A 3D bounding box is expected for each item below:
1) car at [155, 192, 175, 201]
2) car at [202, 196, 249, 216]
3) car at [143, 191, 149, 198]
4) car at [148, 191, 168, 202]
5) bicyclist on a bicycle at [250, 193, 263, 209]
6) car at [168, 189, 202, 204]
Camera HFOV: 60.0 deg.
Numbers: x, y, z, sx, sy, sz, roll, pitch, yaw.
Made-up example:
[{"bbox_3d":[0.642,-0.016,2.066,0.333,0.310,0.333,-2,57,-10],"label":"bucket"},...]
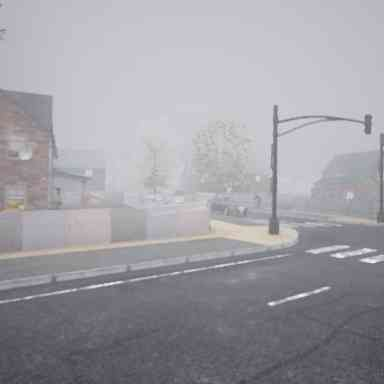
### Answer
[{"bbox_3d":[-4.731,0.762,56.801,2.033,1.411,5.357,1,1,-21],"label":"car"},{"bbox_3d":[2.998,1.133,28.091,2.128,1.511,4.902,1,1,-21],"label":"car"},{"bbox_3d":[-8.568,0.540,66.662,1.837,1.490,4.892,1,1,-21],"label":"car"},{"bbox_3d":[-4.327,0.851,47.452,2.033,1.411,5.357,1,1,-20],"label":"car"},{"bbox_3d":[6.759,0.981,34.721,1.656,1.620,0.582,1,0,-21],"label":"bicyclist on a bicycle"},{"bbox_3d":[-0.548,0.700,37.459,2.150,2.045,5.566,1,1,-21],"label":"car"}]
